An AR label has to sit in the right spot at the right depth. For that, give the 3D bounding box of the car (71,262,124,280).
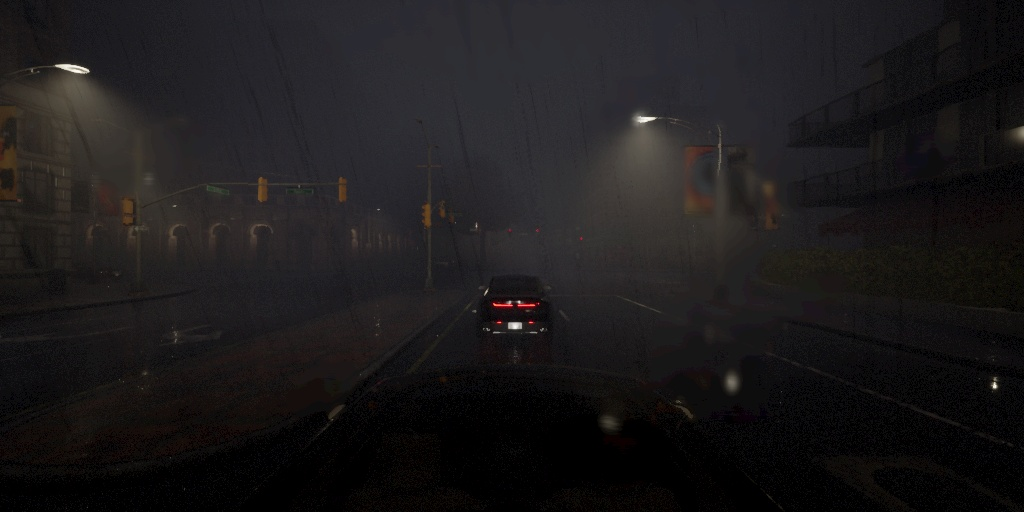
[{"bbox_3d":[-33.901,1.241,28.551,4.902,1.511,2.128,0,0,0],"label":"car"}]

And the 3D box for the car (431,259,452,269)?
[{"bbox_3d":[-11.545,1.276,58.574,1.812,1.442,4.674,0,0,0],"label":"car"}]

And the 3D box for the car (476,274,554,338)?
[{"bbox_3d":[0.077,1.255,10.153,1.837,1.490,4.892,0,0,0],"label":"car"}]

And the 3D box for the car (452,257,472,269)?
[{"bbox_3d":[-8.054,1.276,58.349,1.812,1.442,4.674,0,0,0],"label":"car"}]
